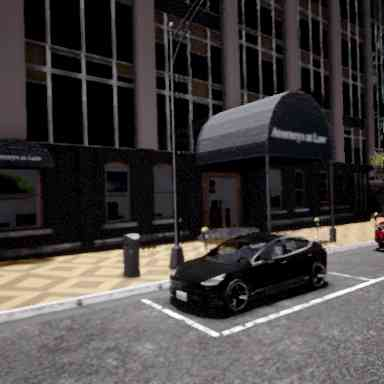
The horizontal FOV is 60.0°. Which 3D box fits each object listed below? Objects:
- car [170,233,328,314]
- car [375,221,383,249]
[{"bbox_3d":[1.524,1.689,7.939,4.313,1.339,1.947,0,-2,-37],"label":"car"},{"bbox_3d":[9.782,1.424,14.165,5.009,1.841,2.192,0,-2,-37],"label":"car"}]
